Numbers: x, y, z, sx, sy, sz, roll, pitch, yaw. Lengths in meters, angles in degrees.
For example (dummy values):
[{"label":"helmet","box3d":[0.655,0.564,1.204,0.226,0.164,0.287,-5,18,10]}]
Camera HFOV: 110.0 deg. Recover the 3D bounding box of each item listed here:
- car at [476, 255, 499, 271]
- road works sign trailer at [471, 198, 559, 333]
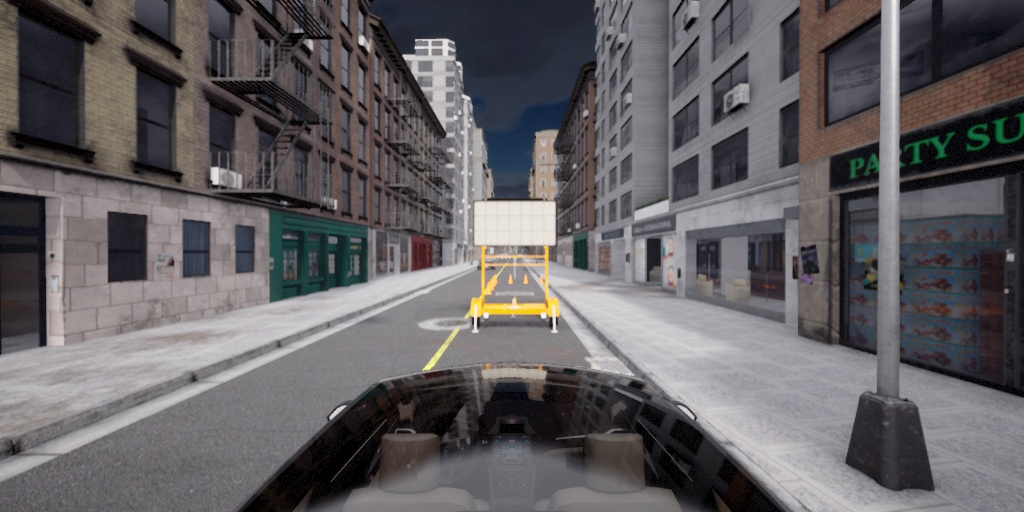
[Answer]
[{"label":"car","box3d":[-2.786,0.883,39.887,1.812,1.442,4.674,0,1,0]},{"label":"road works sign trailer","box3d":[0.085,0.127,10.446,2.380,3.560,2.880,0,0,1]}]
